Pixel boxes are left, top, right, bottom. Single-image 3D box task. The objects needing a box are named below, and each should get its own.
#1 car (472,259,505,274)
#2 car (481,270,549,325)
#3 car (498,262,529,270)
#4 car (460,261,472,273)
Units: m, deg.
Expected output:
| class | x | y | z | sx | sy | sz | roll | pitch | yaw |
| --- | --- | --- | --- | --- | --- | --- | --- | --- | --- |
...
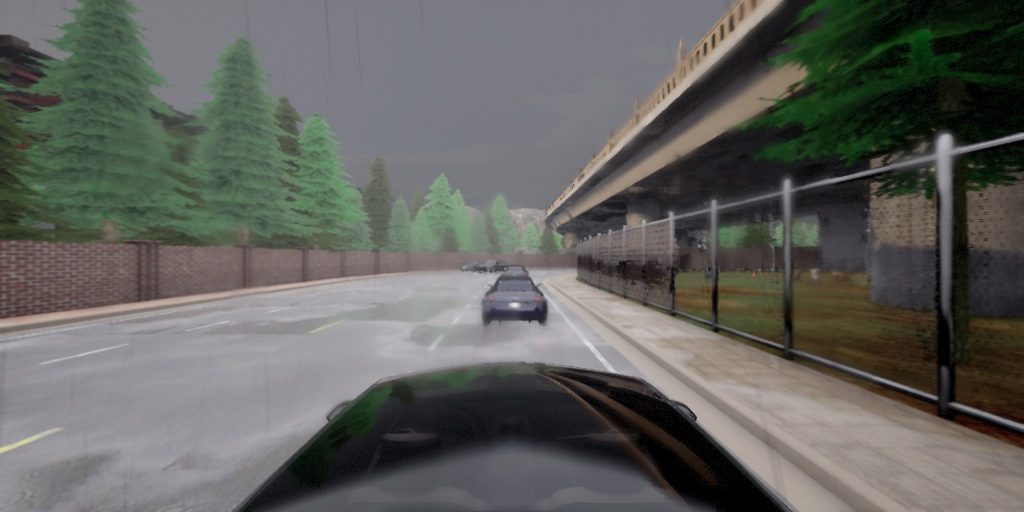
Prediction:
| class | x | y | z | sx | sy | sz | roll | pitch | yaw |
| --- | --- | --- | --- | --- | --- | --- | --- | --- | --- |
| car | -2.264 | 1.189 | 42.850 | 2.097 | 1.767 | 4.553 | 0 | 0 | 31 |
| car | 0.087 | 1.335 | 11.915 | 1.994 | 1.385 | 4.181 | 0 | 0 | 0 |
| car | 0.329 | 1.368 | 27.188 | 1.994 | 1.385 | 4.181 | 0 | 0 | 4 |
| car | -4.562 | 1.336 | 45.814 | 2.128 | 1.511 | 4.902 | 0 | 0 | 33 |
